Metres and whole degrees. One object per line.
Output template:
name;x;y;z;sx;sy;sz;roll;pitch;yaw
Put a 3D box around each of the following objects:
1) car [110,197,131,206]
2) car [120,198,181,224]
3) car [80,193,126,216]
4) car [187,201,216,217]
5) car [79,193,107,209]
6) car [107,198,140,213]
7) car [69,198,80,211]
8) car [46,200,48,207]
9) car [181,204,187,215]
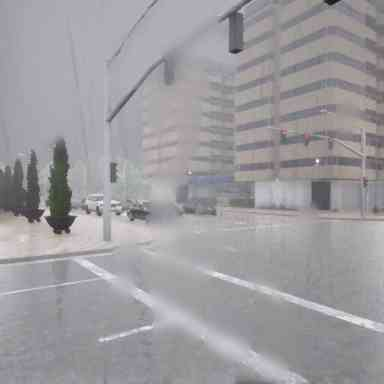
car;-12.049;1.526;56.095;1.812;1.442;4.674;0;0;-35
car;-3.197;1.491;24.737;2.128;1.511;4.902;0;0;-35
car;-8.847;1.222;32.827;2.150;2.045;5.566;0;0;-35
car;0.479;1.564;32.048;1.994;1.385;4.181;0;0;-35
car;-13.708;1.221;45.944;2.150;2.045;5.566;0;0;-34
car;-7.810;1.505;37.460;1.837;1.490;4.892;0;0;-35
car;-14.716;1.526;41.227;1.812;1.442;4.674;0;0;-35
car;-20.421;1.478;49.486;1.882;1.535;5.008;0;0;-34
car;-2.711;1.526;30.156;1.812;1.442;4.674;0;0;-35
